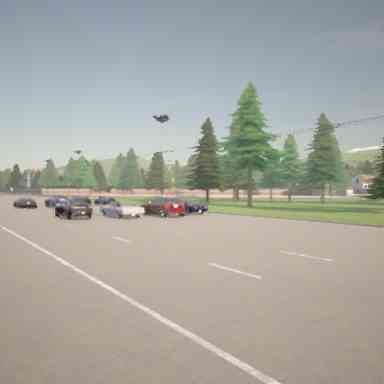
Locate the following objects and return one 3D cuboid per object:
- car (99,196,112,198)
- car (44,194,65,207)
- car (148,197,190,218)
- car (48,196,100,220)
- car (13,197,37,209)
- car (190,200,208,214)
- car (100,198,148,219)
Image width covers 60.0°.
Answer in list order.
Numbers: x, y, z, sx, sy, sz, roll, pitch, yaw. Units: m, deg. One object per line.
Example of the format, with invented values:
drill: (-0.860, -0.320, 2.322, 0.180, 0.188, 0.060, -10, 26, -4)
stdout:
car: (-12.491, 1.241, 47.559, 1.812, 1.442, 4.674, 0, 0, -38)
car: (-17.150, 1.072, 42.151, 2.097, 1.767, 4.553, 0, 0, -37)
car: (-2.610, 1.201, 28.879, 2.097, 1.767, 4.553, 0, 0, -37)
car: (-9.442, 1.323, 26.294, 2.128, 1.511, 4.902, 0, 0, -37)
car: (-20.436, 1.276, 40.686, 1.994, 1.385, 4.181, 0, 0, -37)
car: (-0.607, 1.445, 32.023, 1.895, 1.301, 4.718, 0, 0, -37)
car: (-5.860, 1.443, 27.369, 1.895, 1.301, 4.718, 0, 0, -37)
